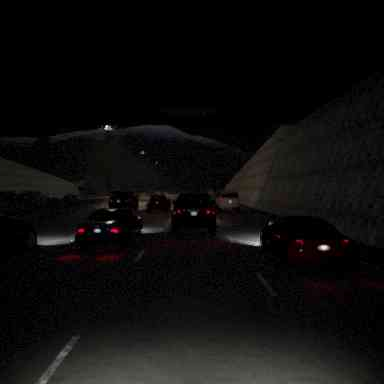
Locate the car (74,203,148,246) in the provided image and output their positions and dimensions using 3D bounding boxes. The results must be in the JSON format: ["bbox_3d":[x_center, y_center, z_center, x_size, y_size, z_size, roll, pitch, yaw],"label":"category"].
[{"bbox_3d":[-3.407,1.428,14.482,2.033,1.411,5.357,0,0,0],"label":"car"}]

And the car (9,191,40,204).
[{"bbox_3d":[-24.552,0.812,49.933,2.150,2.045,5.566,0,1,1],"label":"car"}]

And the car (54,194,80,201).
[{"bbox_3d":[-17.575,1.111,47.871,1.837,1.490,4.892,0,1,0],"label":"car"}]

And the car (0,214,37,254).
[{"bbox_3d":[-6.908,1.415,10.904,1.837,1.490,4.892,0,1,0],"label":"car"}]

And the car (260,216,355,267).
[{"bbox_3d":[3.592,1.473,11.059,1.994,1.385,4.181,0,0,0],"label":"car"}]

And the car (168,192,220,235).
[{"bbox_3d":[0.092,1.073,18.009,2.150,2.045,5.566,0,0,0],"label":"car"}]

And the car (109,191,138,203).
[{"bbox_3d":[-6.901,0.943,33.910,2.150,2.045,5.566,0,0,0],"label":"car"}]

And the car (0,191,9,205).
[{"bbox_3d":[-28.050,0.817,49.153,2.150,2.045,5.566,0,1,1],"label":"car"}]

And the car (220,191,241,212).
[{"bbox_3d":[3.599,0.942,34.007,2.150,2.045,5.566,0,0,0],"label":"car"}]

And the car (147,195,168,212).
[{"bbox_3d":[-3.401,1.068,34.597,2.097,1.767,4.553,0,0,0],"label":"car"}]

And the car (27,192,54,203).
[{"bbox_3d":[-21.072,1.100,47.738,2.128,1.511,4.902,0,1,0],"label":"car"}]

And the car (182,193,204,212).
[{"bbox_3d":[0.100,1.068,34.606,2.097,1.767,4.553,0,0,0],"label":"car"}]
